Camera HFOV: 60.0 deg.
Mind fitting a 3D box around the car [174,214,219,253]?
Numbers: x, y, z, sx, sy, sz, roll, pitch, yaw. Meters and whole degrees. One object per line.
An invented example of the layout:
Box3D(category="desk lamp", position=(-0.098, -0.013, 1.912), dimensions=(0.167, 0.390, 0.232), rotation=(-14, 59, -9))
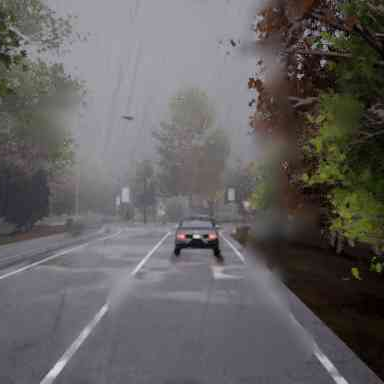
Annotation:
Box3D(category="car", position=(0.219, 1.803, 14.881), dimensions=(2.033, 1.411, 5.357), rotation=(0, -2, 1))

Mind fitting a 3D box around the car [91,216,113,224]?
Box3D(category="car", position=(-17.015, 5.284, 62.913), dimensions=(1.837, 1.490, 4.892), rotation=(-4, -5, 31))

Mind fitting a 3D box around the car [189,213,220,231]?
Box3D(category="car", position=(1.238, 2.592, 28.821), dimensions=(2.033, 1.411, 5.357), rotation=(-1, -4, 9))

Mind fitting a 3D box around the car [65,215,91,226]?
Box3D(category="car", position=(-15.538, 3.827, 44.516), dimensions=(1.812, 1.442, 4.674), rotation=(3, -5, -36))
